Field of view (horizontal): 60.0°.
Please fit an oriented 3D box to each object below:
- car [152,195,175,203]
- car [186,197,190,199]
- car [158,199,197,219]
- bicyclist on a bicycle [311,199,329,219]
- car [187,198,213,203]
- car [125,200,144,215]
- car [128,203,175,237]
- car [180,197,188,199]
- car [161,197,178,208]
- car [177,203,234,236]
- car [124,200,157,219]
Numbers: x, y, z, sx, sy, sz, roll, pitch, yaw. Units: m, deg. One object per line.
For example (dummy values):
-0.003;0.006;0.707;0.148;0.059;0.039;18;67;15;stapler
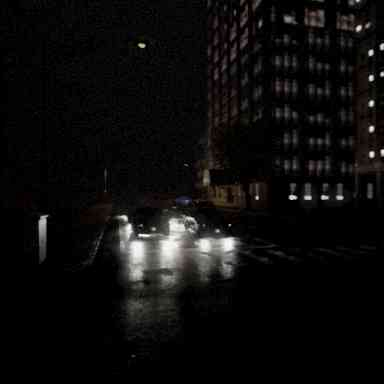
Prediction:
-3.583;1.426;38.946;2.150;2.045;5.566;0;0;-12;car
0.824;1.849;49.448;1.895;1.301;4.718;0;0;-13;car
-1.376;1.630;29.016;2.128;1.511;4.902;0;0;-13;car
10.258;1.384;26.732;1.656;1.620;0.582;0;0;-13;bicyclist on a bicycle
1.163;1.633;33.479;1.882;1.535;5.008;0;0;-13;car
-6.608;1.685;37.590;1.882;1.535;5.008;0;0;-12;car
-2.395;1.587;18.666;1.837;1.490;4.892;0;0;-13;car
-1.343;1.663;59.153;2.097;1.767;4.553;0;0;-13;car
-3.806;1.650;55.556;2.097;1.767;4.553;0;0;-12;car
0.742;1.623;19.528;2.033;1.411;5.357;0;0;-13;car
-4.438;1.635;27.819;2.128;1.511;4.902;0;0;-13;car
